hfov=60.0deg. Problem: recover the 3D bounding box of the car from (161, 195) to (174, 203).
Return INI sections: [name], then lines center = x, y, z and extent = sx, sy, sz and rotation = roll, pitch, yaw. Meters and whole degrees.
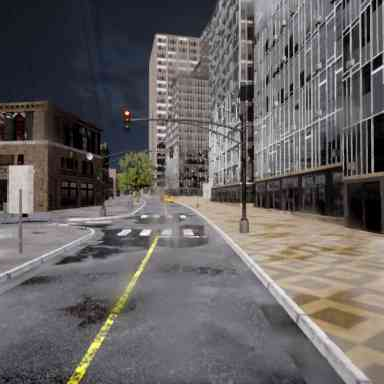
[car]
center = -4.846, 1.465, 68.185
extent = 1.882, 1.535, 5.008
rotation = 0, 0, -8
